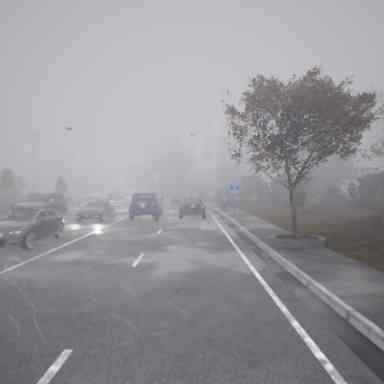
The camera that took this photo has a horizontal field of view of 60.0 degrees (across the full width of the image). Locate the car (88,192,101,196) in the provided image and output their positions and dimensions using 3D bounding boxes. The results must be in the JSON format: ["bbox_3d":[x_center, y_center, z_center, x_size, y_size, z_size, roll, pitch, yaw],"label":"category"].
[{"bbox_3d":[-15.970,0.664,54.314,1.812,1.442,4.674,0,1,-24],"label":"car"}]

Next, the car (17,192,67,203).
[{"bbox_3d":[-10.504,1.049,23.124,2.150,2.045,5.566,0,1,0],"label":"car"}]

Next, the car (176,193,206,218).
[{"bbox_3d":[-0.031,1.104,27.592,2.097,1.767,4.553,0,1,-2],"label":"car"}]

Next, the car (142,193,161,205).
[{"bbox_3d":[-5.561,0.890,45.127,2.128,1.511,4.902,0,1,-12],"label":"car"}]

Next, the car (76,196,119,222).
[{"bbox_3d":[-7.002,1.310,24.512,1.837,1.490,4.892,0,1,0],"label":"car"}]

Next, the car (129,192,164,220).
[{"bbox_3d":[-3.456,1.008,25.715,2.150,2.045,5.566,0,1,-1],"label":"car"}]

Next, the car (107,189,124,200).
[{"bbox_3d":[-12.997,0.479,56.238,2.097,1.767,4.553,0,1,-25],"label":"car"}]

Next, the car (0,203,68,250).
[{"bbox_3d":[-6.996,1.430,14.087,2.128,1.511,4.902,0,0,0],"label":"car"}]

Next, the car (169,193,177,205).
[{"bbox_3d":[-1.990,0.905,45.105,2.128,1.511,4.902,0,1,-12],"label":"car"}]
